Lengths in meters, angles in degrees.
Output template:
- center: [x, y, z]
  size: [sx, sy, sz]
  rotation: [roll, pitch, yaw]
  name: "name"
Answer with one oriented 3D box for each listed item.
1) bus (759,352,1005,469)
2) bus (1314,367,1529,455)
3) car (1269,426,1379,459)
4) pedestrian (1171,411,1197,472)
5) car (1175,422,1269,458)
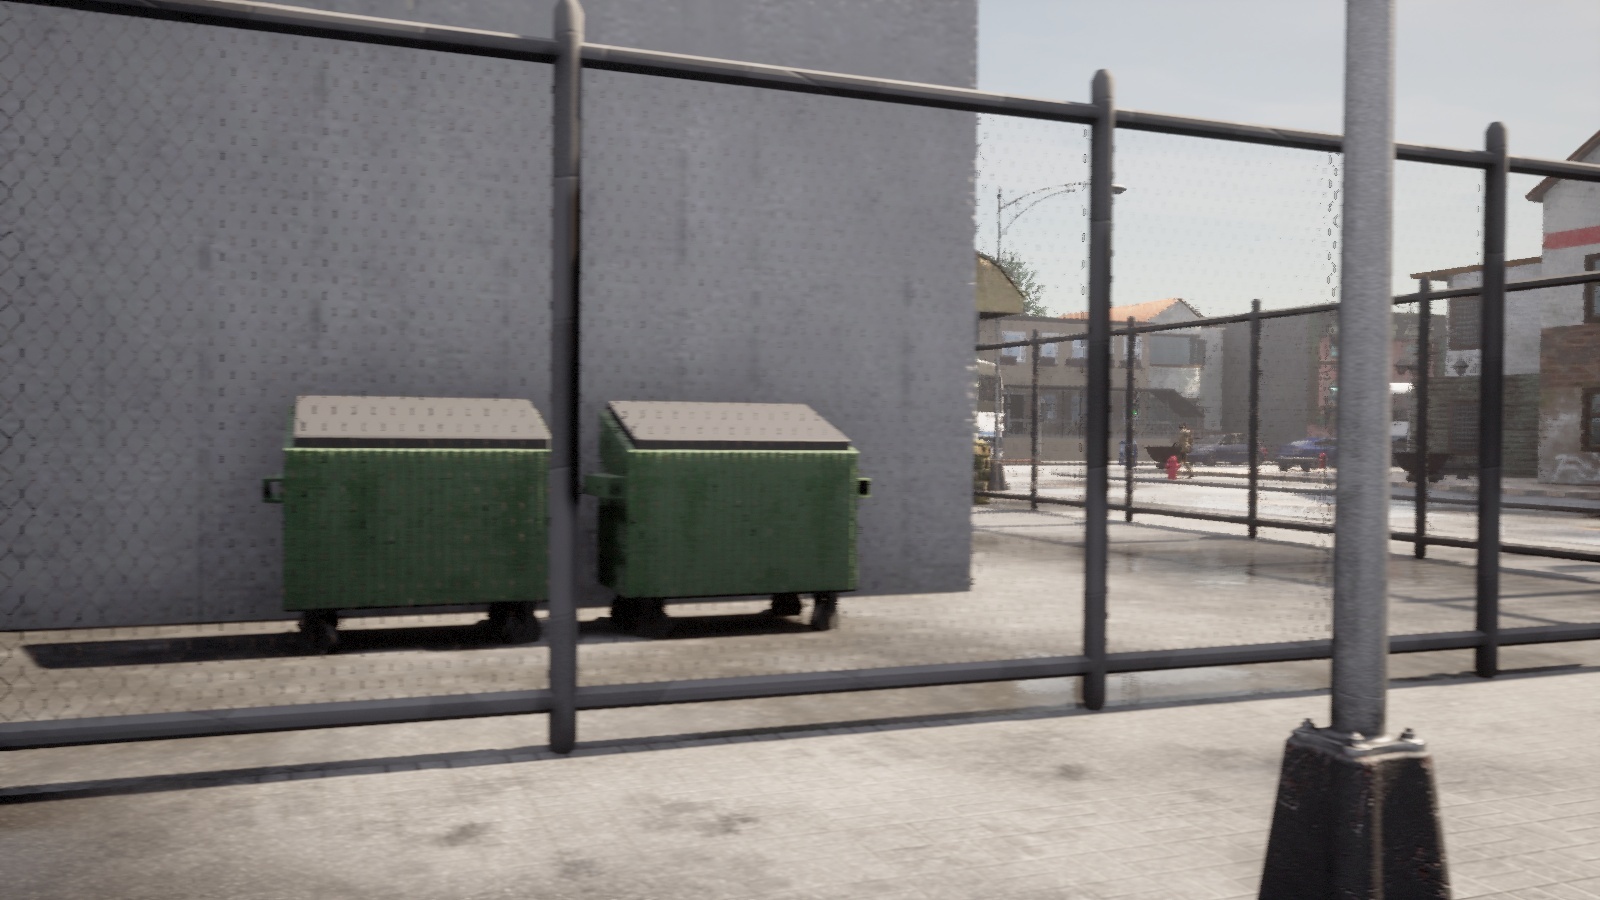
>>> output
- center: [3.072, -1.443, 51.026]
  size: [3.944, 4.253, 10.273]
  rotation: [1, -1, -40]
  name: "bus"
- center: [31.855, -1.971, 64.352]
  size: [10.273, 4.253, 3.944]
  rotation: [-1, 1, -21]
  name: "bus"
- center: [23.801, -0.362, 57.036]
  size: [4.674, 1.442, 1.812]
  rotation: [-1, 1, -21]
  name: "car"
- center: [12.329, -0.285, 40.339]
  size: [0.396, 1.930, 0.692]
  rotation: [-1, 1, -36]
  name: "pedestrian"
- center: [20.127, -0.497, 59.924]
  size: [3.988, 1.617, 1.851]
  rotation: [-1, 1, -21]
  name: "car"
